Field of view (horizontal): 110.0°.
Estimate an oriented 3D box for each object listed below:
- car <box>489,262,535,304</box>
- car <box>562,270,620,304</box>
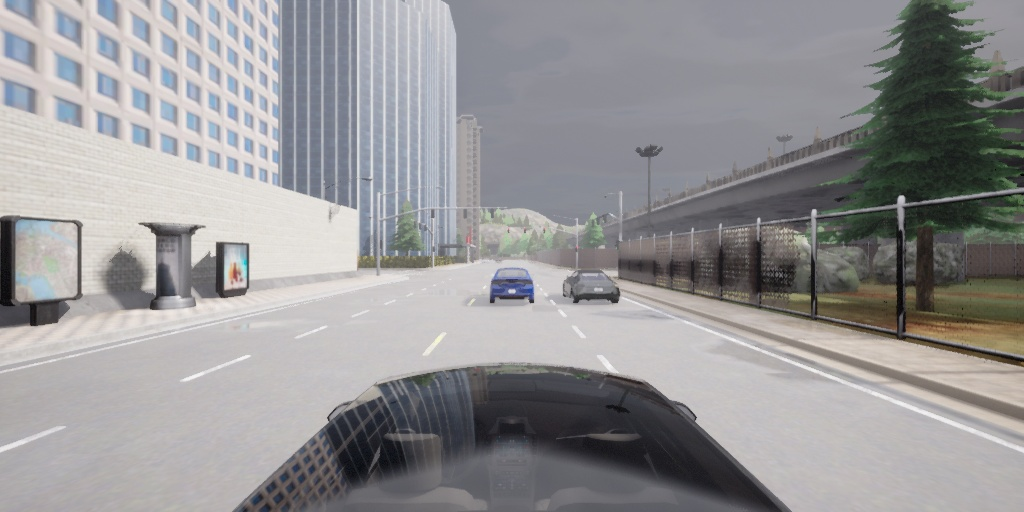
[{"bbox_3d":[0.000,1.234,16.500,1.882,1.535,5.008,0,0,0],"label":"car"},{"bbox_3d":[3.500,1.321,16.500,1.994,1.385,4.181,0,0,0],"label":"car"}]
